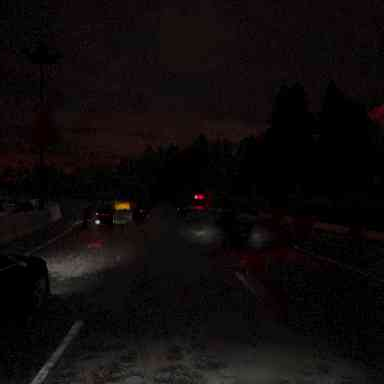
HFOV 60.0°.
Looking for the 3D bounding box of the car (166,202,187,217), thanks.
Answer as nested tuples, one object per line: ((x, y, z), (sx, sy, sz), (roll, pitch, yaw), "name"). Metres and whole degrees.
((-2.086, 1.675, 33.441), (2.033, 1.411, 5.357), (0, 0, -18), "car")

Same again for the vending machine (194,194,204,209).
((1.022, 1.363, 47.178), (1.100, 2.100, 0.880), (0, 0, -24), "vending machine")

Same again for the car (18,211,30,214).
((-18.244, 1.731, 36.156), (2.033, 1.411, 5.357), (0, 0, -23), "car")

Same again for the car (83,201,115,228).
((-6.423, 1.607, 22.962), (1.837, 1.490, 4.892), (0, 0, -13), "car")

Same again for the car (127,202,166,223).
((-3.775, 1.599, 26.664), (2.128, 1.511, 4.902), (0, 0, -14), "car")

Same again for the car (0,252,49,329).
((-3.714, 1.520, 4.816), (2.128, 1.511, 4.902), (0, 0, -3), "car")

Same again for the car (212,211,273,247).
((2.203, 1.575, 15.264), (1.812, 1.442, 4.674), (0, 0, -8), "car")

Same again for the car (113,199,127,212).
((-9.164, 1.656, 41.869), (1.882, 1.535, 5.008), (0, 0, -23), "car")
